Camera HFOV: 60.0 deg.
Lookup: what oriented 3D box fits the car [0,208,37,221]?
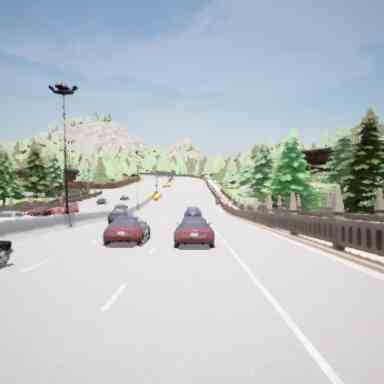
[{"bbox_3d":[-14.082,2.199,25.517,1.812,1.442,4.674,0,-2,0],"label":"car"}]

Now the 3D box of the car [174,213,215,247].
[{"bbox_3d":[0.104,1.981,17.189,1.994,1.385,4.181,0,-2,0],"label":"car"}]

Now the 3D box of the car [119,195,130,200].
[{"bbox_3d":[-17.460,1.537,85.789,1.895,1.301,4.718,0,5,0],"label":"car"}]

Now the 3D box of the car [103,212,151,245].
[{"bbox_3d":[-3.395,2.004,17.939,1.994,1.385,4.181,0,-2,0],"label":"car"}]

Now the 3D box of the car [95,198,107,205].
[{"bbox_3d":[-20.981,2.172,77.105,1.837,1.490,4.892,0,4,0],"label":"car"}]

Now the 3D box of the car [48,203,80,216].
[{"bbox_3d":[-17.534,2.543,46.745,2.150,2.045,5.566,0,-2,1],"label":"car"}]

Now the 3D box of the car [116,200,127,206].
[{"bbox_3d":[-13.992,2.924,64.614,1.994,1.385,4.181,0,2,0],"label":"car"}]

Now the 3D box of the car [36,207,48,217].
[{"bbox_3d":[-21.036,2.793,46.479,1.882,1.535,5.008,0,-2,1],"label":"car"}]

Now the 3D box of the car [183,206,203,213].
[{"bbox_3d":[0.110,2.379,37.109,2.097,1.767,4.553,0,-2,0],"label":"car"}]

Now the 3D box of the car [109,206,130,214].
[{"bbox_3d":[-6.891,2.379,32.549,2.128,1.511,4.902,0,-2,0],"label":"car"}]

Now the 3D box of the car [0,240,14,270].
[{"bbox_3d":[-6.898,1.760,9.032,1.895,1.301,4.718,0,-2,0],"label":"car"}]
